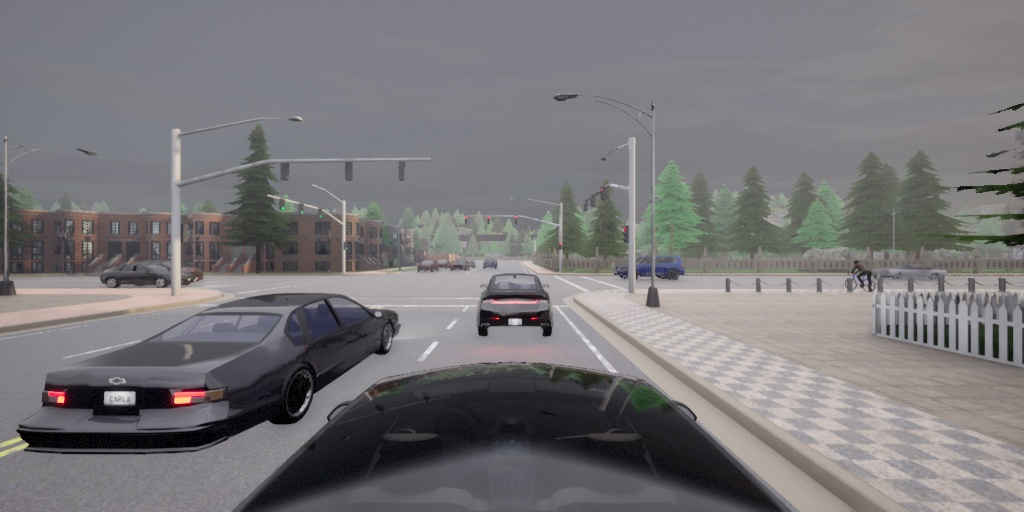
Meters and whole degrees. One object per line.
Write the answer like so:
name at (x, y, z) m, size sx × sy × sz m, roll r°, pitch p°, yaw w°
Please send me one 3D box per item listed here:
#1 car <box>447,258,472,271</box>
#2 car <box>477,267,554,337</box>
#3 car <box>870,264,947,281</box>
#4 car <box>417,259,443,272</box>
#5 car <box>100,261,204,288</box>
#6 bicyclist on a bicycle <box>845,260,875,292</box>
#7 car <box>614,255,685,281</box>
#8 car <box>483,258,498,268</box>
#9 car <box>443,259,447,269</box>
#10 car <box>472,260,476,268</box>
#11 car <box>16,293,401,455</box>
car at (-7.065, 1.101, 48.928) m, size 2.097 × 1.767 × 4.553 m, roll 0°, pitch 0°, yaw 0°
car at (0.081, 1.241, 10.337) m, size 2.128 × 1.511 × 4.902 m, roll 0°, pitch 0°, yaw 0°
car at (32.734, 1.350, 29.793) m, size 4.718 × 1.301 × 1.895 m, roll 0°, pitch 0°, yaw 0°
car at (-10.581, 1.227, 45.534) m, size 1.882 × 1.535 × 5.008 m, roll 0°, pitch 0°, yaw 0°
car at (-23.187, 1.253, 22.950) m, size 4.892 × 1.490 × 1.837 m, roll 0°, pitch 0°, yaw -3°
bicyclist on a bicycle at (18.248, 1.052, 18.826) m, size 0.582 × 1.620 × 1.656 m, roll 0°, pitch 0°, yaw 0°
car at (11.385, 0.970, 29.816) m, size 5.566 × 2.045 × 2.150 m, roll 0°, pitch 0°, yaw 0°
car at (-3.404, 1.101, 57.513) m, size 2.097 × 1.767 × 4.553 m, roll 0°, pitch 0°, yaw 0°
car at (-10.585, 1.227, 54.985) m, size 1.882 × 1.535 × 5.008 m, roll 0°, pitch 0°, yaw 0°
car at (-7.053, 1.313, 58.515) m, size 1.994 × 1.385 × 4.181 m, roll 0°, pitch 0°, yaw 1°
car at (-3.437, 1.297, 5.669) m, size 2.033 × 1.411 × 5.357 m, roll 0°, pitch 0°, yaw 0°
